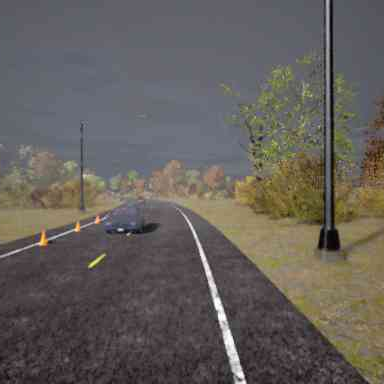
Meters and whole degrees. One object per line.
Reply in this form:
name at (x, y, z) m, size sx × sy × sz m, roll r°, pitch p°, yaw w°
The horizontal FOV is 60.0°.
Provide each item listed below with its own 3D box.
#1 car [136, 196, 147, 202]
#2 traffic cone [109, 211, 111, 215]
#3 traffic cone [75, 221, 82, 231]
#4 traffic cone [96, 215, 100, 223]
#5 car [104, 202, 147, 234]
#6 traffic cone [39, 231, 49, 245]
car at (-9.729, 1.584, 63.874) m, size 1.812 × 1.442 × 4.674 m, roll 0°, pitch 0°, yaw -9°
traffic cone at (-7.201, 1.961, 29.140) m, size 0.340 × 0.580 × 0.340 m, roll 0°, pitch 0°, yaw -4°
traffic cone at (-6.587, 1.957, 19.231) m, size 0.340 × 0.580 × 0.340 m, roll 0°, pitch 0°, yaw -3°
traffic cone at (-6.866, 1.958, 24.187) m, size 0.340 × 0.580 × 0.340 m, roll 0°, pitch 0°, yaw -4°
car at (-3.768, 1.539, 19.611) m, size 2.033 × 1.411 × 5.357 m, roll 0°, pitch 0°, yaw -3°
traffic cone at (-6.364, 1.957, 14.270) m, size 0.340 × 0.580 × 0.340 m, roll 0°, pitch 0°, yaw -2°
